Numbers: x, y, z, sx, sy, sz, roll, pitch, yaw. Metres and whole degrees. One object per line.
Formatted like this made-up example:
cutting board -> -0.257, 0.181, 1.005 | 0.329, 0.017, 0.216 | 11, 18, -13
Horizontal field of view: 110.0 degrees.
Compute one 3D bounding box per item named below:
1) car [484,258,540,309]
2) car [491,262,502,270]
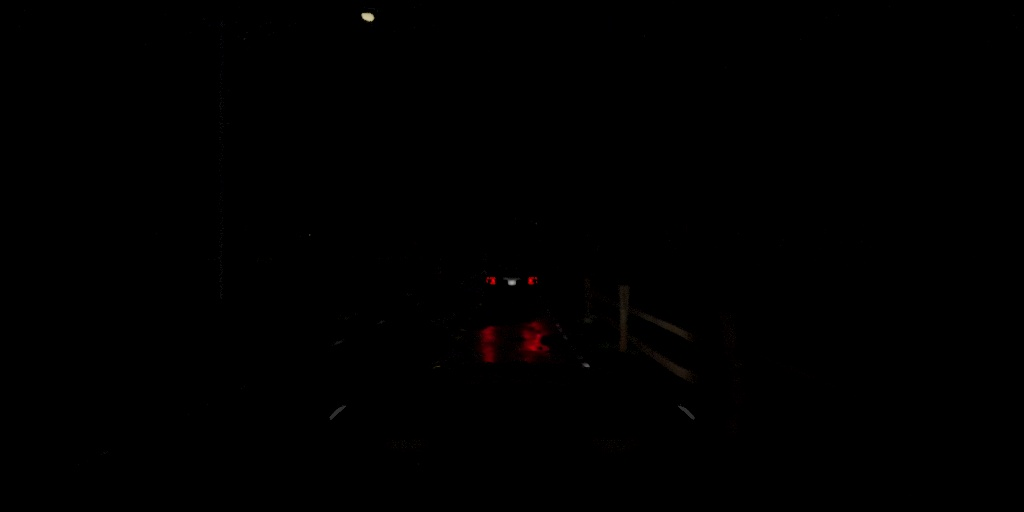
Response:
car -> -0.002, 1.094, 15.866 | 2.150, 2.045, 5.566 | 0, 0, 0
car -> -2.769, 1.818, 65.203 | 1.812, 1.442, 4.674 | 0, -1, 0
